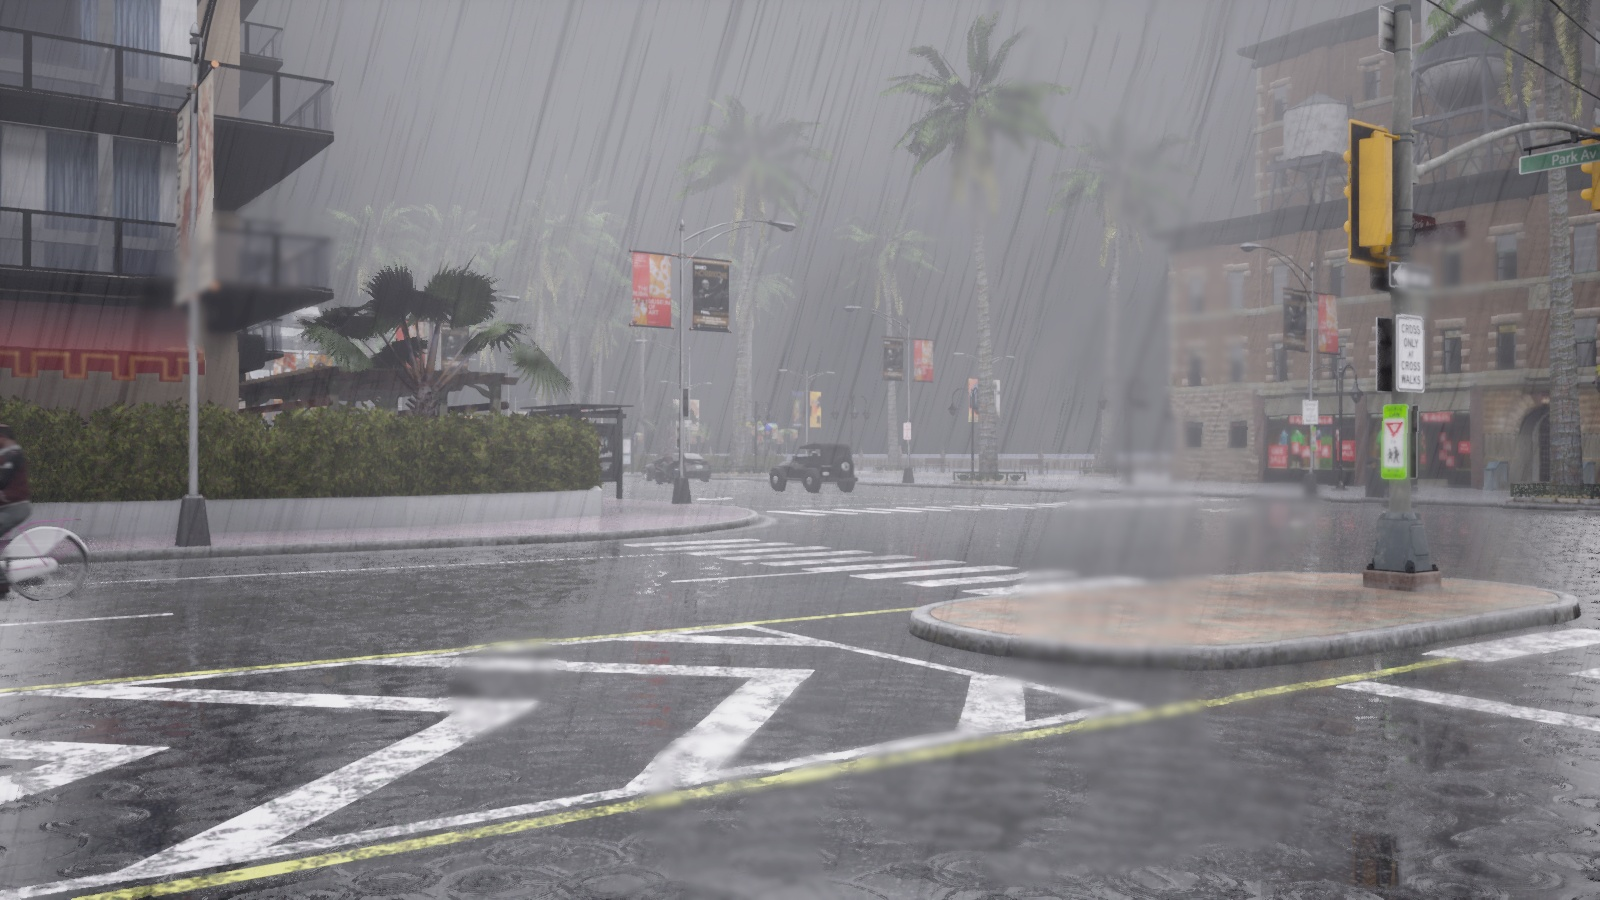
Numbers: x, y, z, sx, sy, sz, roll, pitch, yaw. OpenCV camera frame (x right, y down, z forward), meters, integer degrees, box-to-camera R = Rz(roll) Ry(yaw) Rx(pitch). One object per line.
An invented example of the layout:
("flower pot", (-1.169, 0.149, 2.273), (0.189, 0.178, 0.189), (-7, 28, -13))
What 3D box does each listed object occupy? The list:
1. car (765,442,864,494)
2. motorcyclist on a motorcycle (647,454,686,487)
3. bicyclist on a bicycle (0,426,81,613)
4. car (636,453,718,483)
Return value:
("car", (0.517, 0.659, 48.302), (1.905, 1.878, 3.866), (0, 0, -34))
("motorcyclist on a motorcycle", (-6.205, 0.935, 58.142), (0.866, 1.530, 2.191), (0, 0, -35))
("bicyclist on a bicycle", (-8.014, 0.662, 12.093), (1.843, 1.776, 0.659), (0, 0, -35))
("car", (-6.375, 0.916, 64.573), (2.163, 1.488, 4.792), (0, 0, -34))
